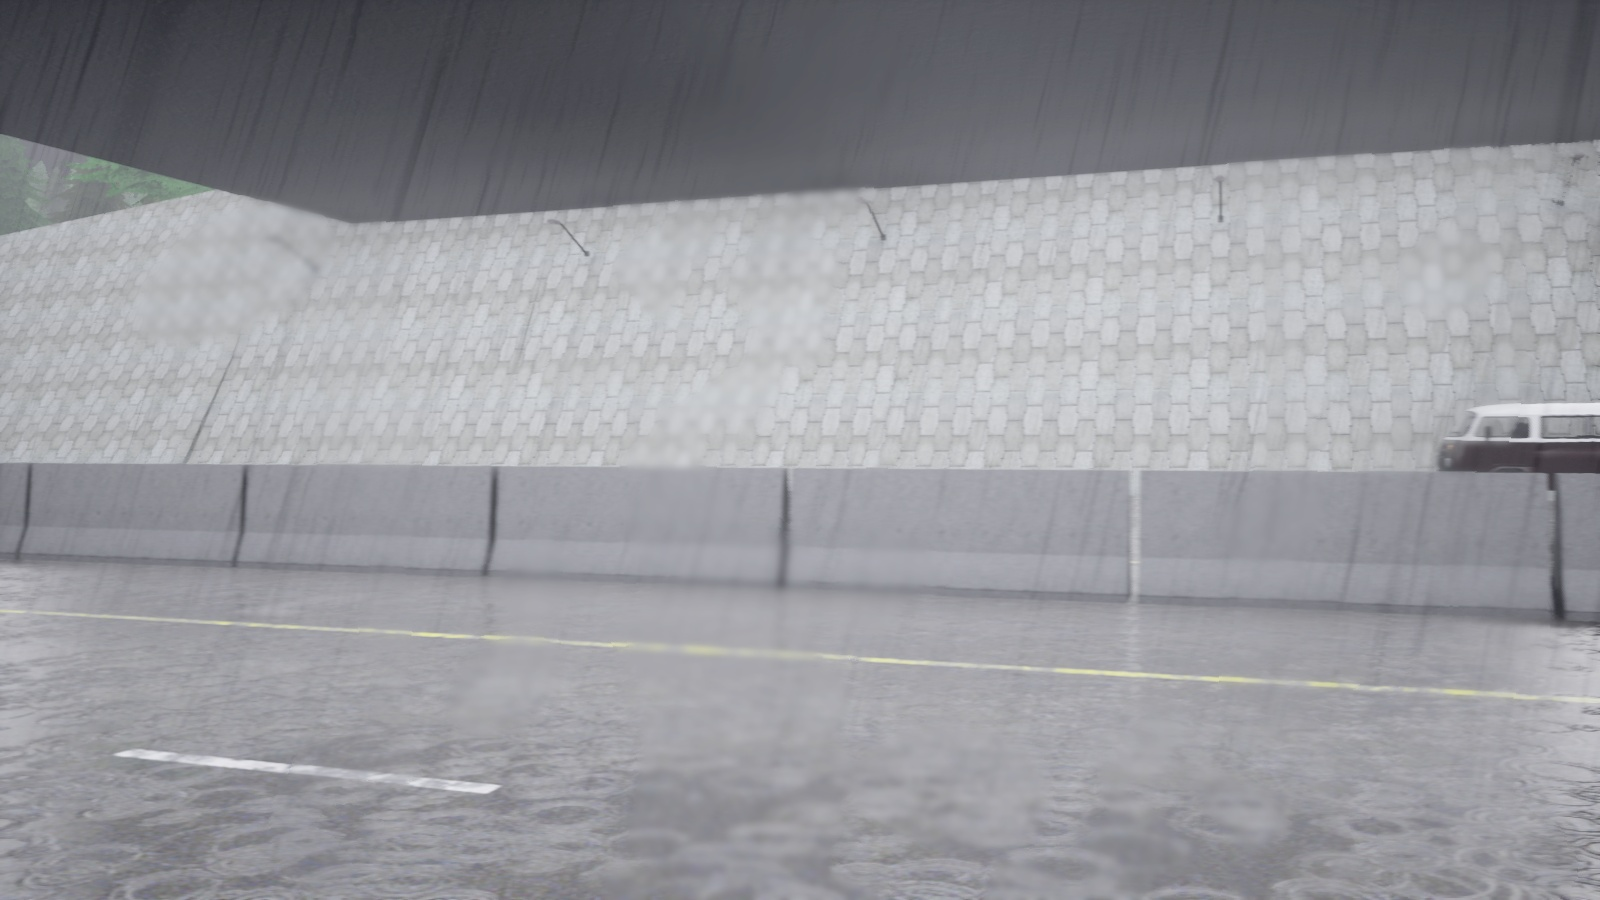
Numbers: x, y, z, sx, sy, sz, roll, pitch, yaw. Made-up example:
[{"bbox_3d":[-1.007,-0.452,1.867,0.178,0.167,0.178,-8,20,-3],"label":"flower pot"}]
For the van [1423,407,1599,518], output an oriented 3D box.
[{"bbox_3d":[14.611,0.219,24.120,4.480,2.038,2.069,1,1,19],"label":"van"}]
